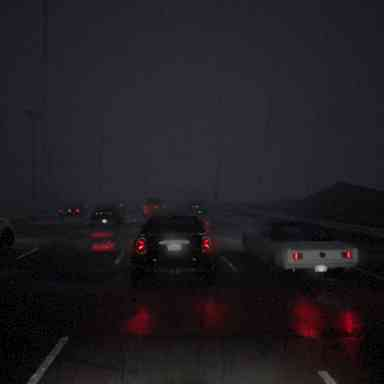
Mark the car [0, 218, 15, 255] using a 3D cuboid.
[{"bbox_3d":[-7.612,1.258,10.272,2.150,2.045,5.566,0,0,-5],"label":"car"}]

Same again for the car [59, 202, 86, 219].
[{"bbox_3d":[-10.380,1.569,29.278,2.033,1.411,5.357,0,0,-11],"label":"car"}]

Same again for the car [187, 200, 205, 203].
[{"bbox_3d":[0.199,1.435,29.657,2.128,1.511,4.902,0,0,-11],"label":"car"}]

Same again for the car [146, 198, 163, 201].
[{"bbox_3d":[-3.499,1.321,30.252,2.097,1.767,4.553,0,0,-11],"label":"car"}]

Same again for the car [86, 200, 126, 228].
[{"bbox_3d":[-5.626,1.502,22.334,1.837,1.490,4.892,0,0,-9],"label":"car"}]

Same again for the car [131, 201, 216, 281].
[{"bbox_3d":[-0.600,1.337,10.036,2.097,1.767,4.553,0,0,-5],"label":"car"}]

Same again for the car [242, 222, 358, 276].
[{"bbox_3d":[2.925,1.560,10.257,1.895,1.301,4.718,0,0,-5],"label":"car"}]
